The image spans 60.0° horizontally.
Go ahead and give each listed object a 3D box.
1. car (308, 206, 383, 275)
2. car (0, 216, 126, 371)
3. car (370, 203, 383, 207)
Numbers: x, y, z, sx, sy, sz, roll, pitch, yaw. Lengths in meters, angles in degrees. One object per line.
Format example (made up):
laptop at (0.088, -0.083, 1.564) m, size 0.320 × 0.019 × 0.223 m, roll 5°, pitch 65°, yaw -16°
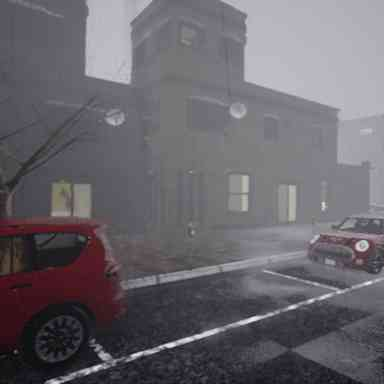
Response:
car at (5.502, 1.437, 10.459) m, size 4.097 × 1.590 × 1.967 m, roll 0°, pitch 1°, yaw -35°
car at (-3.304, 1.316, 4.180) m, size 5.009 × 1.841 × 2.192 m, roll 0°, pitch 1°, yaw -35°
car at (18.821, 1.601, 36.685) m, size 1.887 × 1.381 × 4.507 m, roll 1°, pitch -1°, yaw -35°
